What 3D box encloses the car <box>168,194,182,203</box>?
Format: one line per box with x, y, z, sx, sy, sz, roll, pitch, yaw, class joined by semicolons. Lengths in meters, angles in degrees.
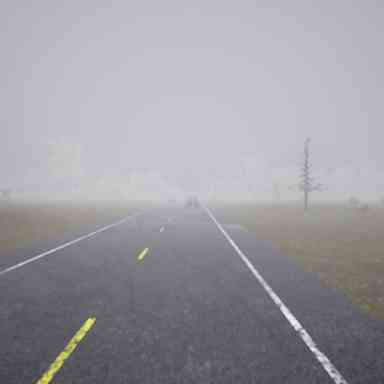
-3.507;1.322;63.716;1.837;1.490;4.892;0;0;0;car

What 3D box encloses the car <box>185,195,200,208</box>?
0.106;1.474;45.373;1.895;1.301;4.718;0;0;0;car

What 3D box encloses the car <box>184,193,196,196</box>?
0.108;1.174;62.614;2.097;1.767;4.553;0;0;0;car
